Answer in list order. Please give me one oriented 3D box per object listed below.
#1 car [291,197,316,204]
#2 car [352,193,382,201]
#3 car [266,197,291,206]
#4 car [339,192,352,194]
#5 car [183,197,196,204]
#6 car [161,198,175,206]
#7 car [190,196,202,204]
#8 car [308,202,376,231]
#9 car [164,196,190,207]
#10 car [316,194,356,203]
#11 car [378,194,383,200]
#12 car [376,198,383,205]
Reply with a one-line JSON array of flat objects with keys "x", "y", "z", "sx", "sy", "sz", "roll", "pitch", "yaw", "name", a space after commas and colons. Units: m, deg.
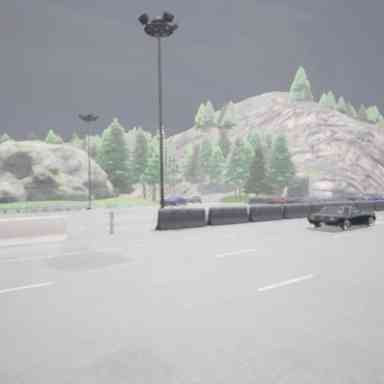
[{"x": 15.033, "y": 1.303, "z": 42.226, "sx": 4.181, "sy": 1.385, "sz": 1.994, "roll": -1, "pitch": 0, "yaw": -37, "name": "car"}, {"x": 27.905, "y": 1.111, "z": 52.061, "sx": 5.566, "sy": 2.045, "sz": 2.150, "roll": 1, "pitch": -1, "yaw": -37, "name": "car"}, {"x": 12.095, "y": 1.342, "z": 44.386, "sx": 4.718, "sy": 1.301, "sz": 1.895, "roll": 0, "pitch": 0, "yaw": -37, "name": "car"}, {"x": 25.067, "y": 1.079, "z": 54.280, "sx": 5.566, "sy": 2.045, "sz": 2.150, "roll": 1, "pitch": 0, "yaw": -37, "name": "car"}, {"x": -0.680, "y": 2.036, "z": 80.376, "sx": 2.033, "sy": 1.411, "sz": 5.357, "roll": -1, "pitch": -2, "yaw": -11, "name": "car"}, {"x": -6.842, "y": 2.830, "z": 94.710, "sx": 2.097, "sy": 1.767, "sz": 4.553, "roll": -2, "pitch": -3, "yaw": -31, "name": "car"}, {"x": 1.014, "y": 1.471, "z": 64.955, "sx": 1.837, "sy": 1.490, "sz": 4.892, "roll": -1, "pitch": -1, "yaw": 4, "name": "car"}, {"x": 8.964, "y": 1.464, "z": 19.665, "sx": 4.718, "sy": 1.301, "sz": 1.895, "roll": 0, "pitch": 0, "yaw": -38, "name": "car"}, {"x": -2.406, "y": 1.314, "z": 48.334, "sx": 1.882, "sy": 1.535, "sz": 5.008, "roll": -1, "pitch": -1, "yaw": 20, "name": "car"}, {"x": 17.109, "y": 1.312, "z": 39.409, "sx": 4.181, "sy": 1.385, "sz": 1.994, "roll": 0, "pitch": 0, "yaw": -37, "name": "car"}, {"x": 29.813, "y": 1.458, "z": 49.122, "sx": 4.181, "sy": 1.385, "sz": 1.994, "roll": 1, "pitch": -1, "yaw": -37, "name": "car"}, {"x": 37.383, "y": 1.829, "z": 63.696, "sx": 4.718, "sy": 1.301, "sz": 1.895, "roll": 2, "pitch": -1, "yaw": -38, "name": "car"}]
